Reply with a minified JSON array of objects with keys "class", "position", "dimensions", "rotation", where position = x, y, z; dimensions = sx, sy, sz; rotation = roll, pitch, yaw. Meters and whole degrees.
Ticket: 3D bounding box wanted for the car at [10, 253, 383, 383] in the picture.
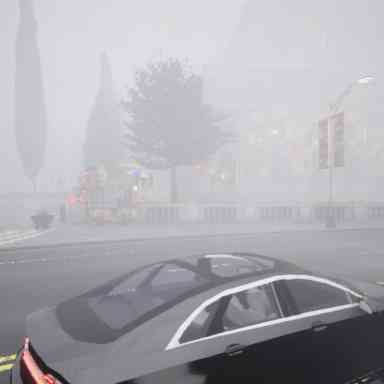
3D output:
[{"class":"car","position":[0.696,1.491,3.823],"dimensions":[4.902,1.511,2.128],"rotation":[0,0,-31]}]
